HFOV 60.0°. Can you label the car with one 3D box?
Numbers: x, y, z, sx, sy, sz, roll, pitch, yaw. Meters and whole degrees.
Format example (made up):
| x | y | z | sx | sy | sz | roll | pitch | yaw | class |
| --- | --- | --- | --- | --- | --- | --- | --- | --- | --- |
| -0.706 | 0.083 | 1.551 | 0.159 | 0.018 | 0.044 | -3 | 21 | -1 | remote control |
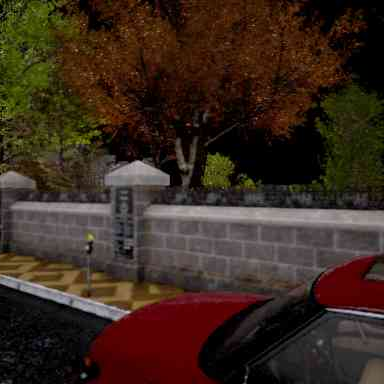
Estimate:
| x | y | z | sx | sy | sz | roll | pitch | yaw | class |
| --- | --- | --- | --- | --- | --- | --- | --- | --- | --- |
| 1.428 | 1.314 | 1.881 | 5.009 | 1.841 | 2.192 | 0 | 0 | 35 | car |
